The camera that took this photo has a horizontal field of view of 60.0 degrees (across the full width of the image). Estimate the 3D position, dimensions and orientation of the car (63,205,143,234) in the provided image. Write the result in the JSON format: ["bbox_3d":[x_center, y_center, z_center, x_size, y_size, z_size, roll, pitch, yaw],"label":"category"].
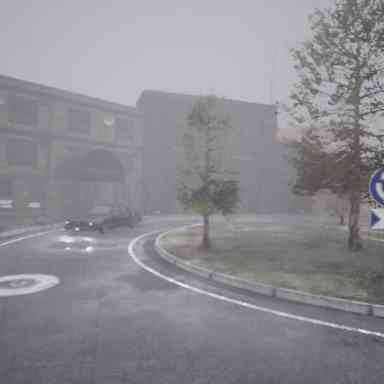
[{"bbox_3d":[-4.665,1.414,18.515,2.033,1.411,5.357,1,0,19],"label":"car"}]
